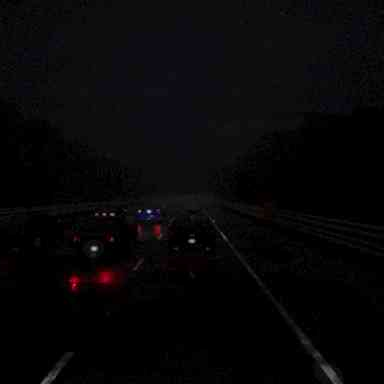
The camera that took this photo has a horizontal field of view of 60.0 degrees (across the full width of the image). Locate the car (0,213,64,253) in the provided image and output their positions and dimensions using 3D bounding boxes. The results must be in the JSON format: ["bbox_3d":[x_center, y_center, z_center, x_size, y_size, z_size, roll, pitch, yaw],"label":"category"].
[{"bbox_3d":[-6.986,1.635,14.481,1.882,1.535,5.008,0,0,0],"label":"car"}]

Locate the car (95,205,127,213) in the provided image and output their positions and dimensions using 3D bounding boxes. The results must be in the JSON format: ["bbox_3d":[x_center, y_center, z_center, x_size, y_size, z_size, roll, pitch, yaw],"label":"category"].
[{"bbox_3d":[-6.986,1.863,28.990,2.033,1.411,5.357,0,-1,0],"label":"car"}]

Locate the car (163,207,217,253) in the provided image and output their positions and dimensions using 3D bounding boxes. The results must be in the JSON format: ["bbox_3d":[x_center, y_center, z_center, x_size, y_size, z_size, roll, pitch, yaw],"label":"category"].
[{"bbox_3d":[0.014,1.635,14.466,1.882,1.535,5.008,0,0,0],"label":"car"}]

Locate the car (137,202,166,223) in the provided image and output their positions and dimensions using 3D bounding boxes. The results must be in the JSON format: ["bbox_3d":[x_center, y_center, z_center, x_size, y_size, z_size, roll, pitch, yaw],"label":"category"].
[{"bbox_3d":[-3.484,1.666,29.077,2.097,1.767,4.553,0,-1,0],"label":"car"}]

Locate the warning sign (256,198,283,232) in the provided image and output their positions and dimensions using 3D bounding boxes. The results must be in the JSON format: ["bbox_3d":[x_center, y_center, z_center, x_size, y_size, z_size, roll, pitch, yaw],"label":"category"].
[{"bbox_3d":[4.587,1.331,19.723,1.300,1.860,1.060,2,1,0],"label":"warning sign"}]

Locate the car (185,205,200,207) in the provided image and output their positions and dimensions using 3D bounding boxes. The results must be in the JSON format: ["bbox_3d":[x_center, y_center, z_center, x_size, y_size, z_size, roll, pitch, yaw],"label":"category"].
[{"bbox_3d":[0.020,1.846,29.410,1.812,1.442,4.674,0,0,0],"label":"car"}]

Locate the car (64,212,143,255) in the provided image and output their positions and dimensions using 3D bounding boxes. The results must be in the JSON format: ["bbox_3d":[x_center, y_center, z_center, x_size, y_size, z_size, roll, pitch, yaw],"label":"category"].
[{"bbox_3d":[-3.491,1.754,14.103,1.895,1.301,4.718,0,-1,0],"label":"car"}]
